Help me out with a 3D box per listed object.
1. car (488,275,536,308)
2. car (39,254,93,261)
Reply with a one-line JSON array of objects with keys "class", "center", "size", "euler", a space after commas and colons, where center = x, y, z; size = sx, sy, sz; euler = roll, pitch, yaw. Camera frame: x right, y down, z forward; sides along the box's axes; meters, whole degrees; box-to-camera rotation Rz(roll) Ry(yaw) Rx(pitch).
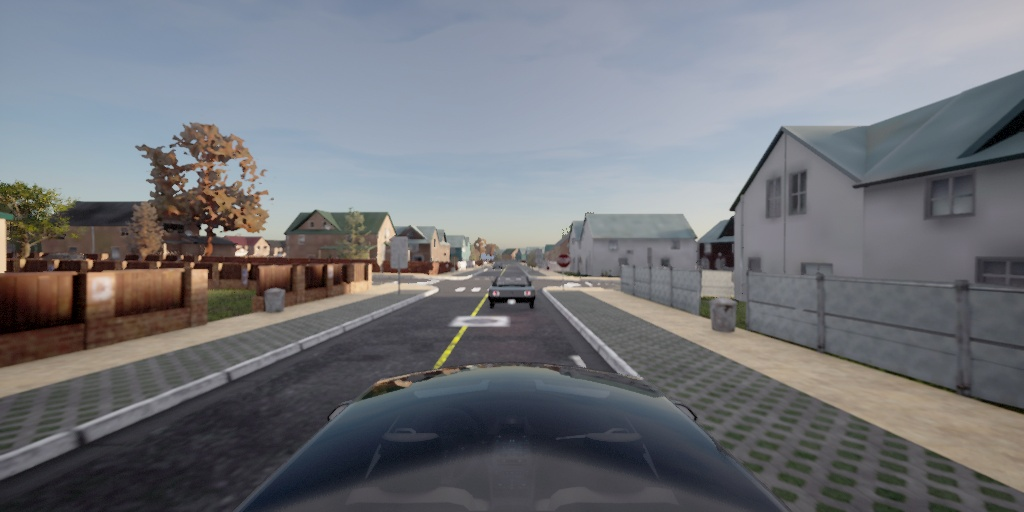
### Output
[{"class": "car", "center": [-0.002, 1.485, 15.956], "size": [1.895, 1.301, 4.718], "euler": [0, -1, 0]}, {"class": "car", "center": [-39.620, 0.579, 31.438], "size": [4.553, 1.767, 2.097], "euler": [1, 1, 1]}]
